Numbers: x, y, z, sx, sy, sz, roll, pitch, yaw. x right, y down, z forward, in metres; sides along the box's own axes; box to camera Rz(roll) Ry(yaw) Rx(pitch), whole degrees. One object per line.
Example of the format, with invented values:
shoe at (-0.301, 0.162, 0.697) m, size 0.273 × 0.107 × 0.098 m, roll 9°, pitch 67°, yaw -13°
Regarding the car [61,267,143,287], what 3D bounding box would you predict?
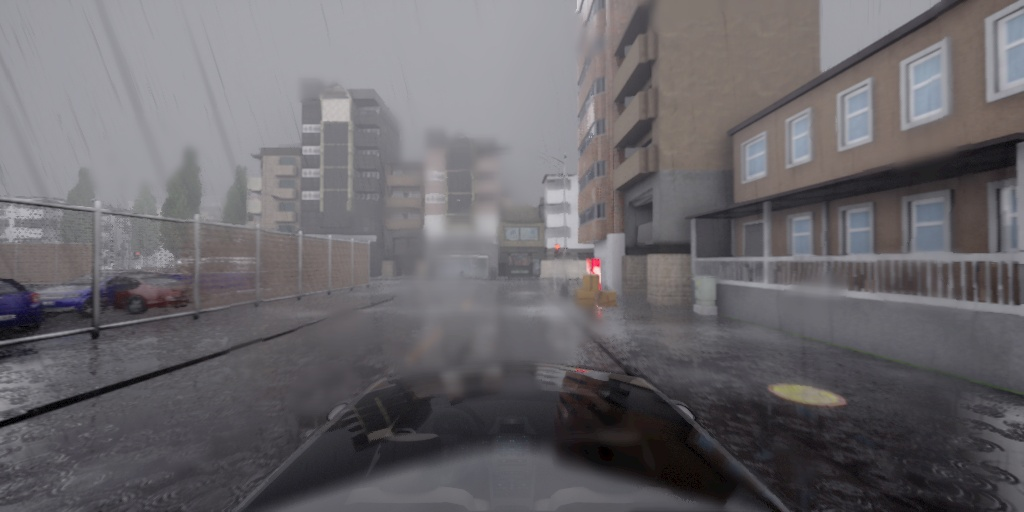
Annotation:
car at (-35.520, 1.686, 31.153) m, size 4.674 × 1.442 × 1.812 m, roll 0°, pitch -1°, yaw 1°
